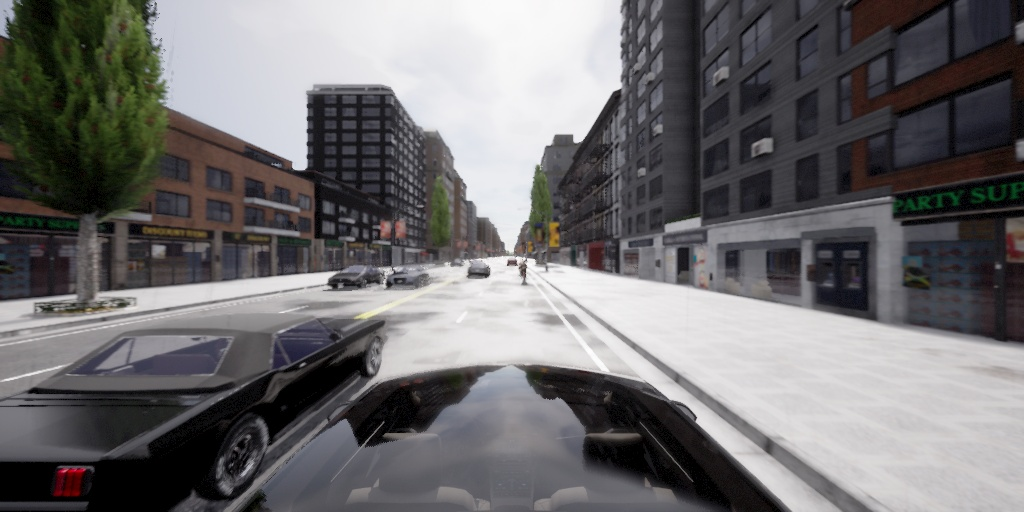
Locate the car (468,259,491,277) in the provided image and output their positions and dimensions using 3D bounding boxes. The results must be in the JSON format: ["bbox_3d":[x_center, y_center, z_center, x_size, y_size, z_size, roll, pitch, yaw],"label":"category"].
[{"bbox_3d":[-3.156,1.294,34.966,1.994,1.385,4.181,0,0,0],"label":"car"}]

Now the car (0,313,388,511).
[{"bbox_3d":[-3.151,1.350,4.372,1.895,1.301,4.718,0,0,0],"label":"car"}]

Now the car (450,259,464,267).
[{"bbox_3d":[-9.782,1.227,63.999,1.812,1.442,4.674,0,0,0],"label":"car"}]

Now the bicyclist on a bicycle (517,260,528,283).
[{"bbox_3d":[0.887,1.190,26.339,0.582,1.620,1.656,0,0,0],"label":"bicyclist on a bicycle"}]

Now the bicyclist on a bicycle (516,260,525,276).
[{"bbox_3d":[0.887,1.167,35.916,0.866,1.612,1.509,0,0,0],"label":"bicyclist on a bicycle"}]

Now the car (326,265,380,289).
[{"bbox_3d":[-9.853,1.286,23.249,2.033,1.411,5.357,0,0,0],"label":"car"}]

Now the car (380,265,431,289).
[{"bbox_3d":[-6.601,1.303,23.108,1.994,1.385,4.181,0,0,0],"label":"car"}]
